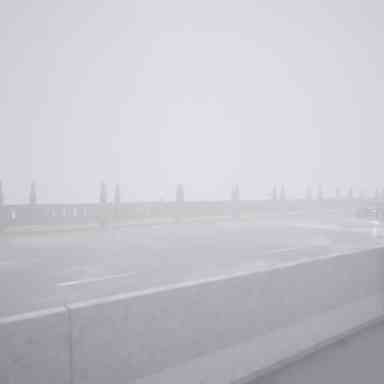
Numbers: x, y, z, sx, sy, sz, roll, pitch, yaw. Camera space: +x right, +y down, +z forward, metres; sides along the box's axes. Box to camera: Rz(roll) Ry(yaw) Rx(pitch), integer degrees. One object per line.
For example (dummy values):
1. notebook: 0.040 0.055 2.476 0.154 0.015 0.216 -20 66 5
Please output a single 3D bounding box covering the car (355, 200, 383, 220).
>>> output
1. car: 15.691 1.459 28.068 4.892 1.490 1.837 0 0 -35
